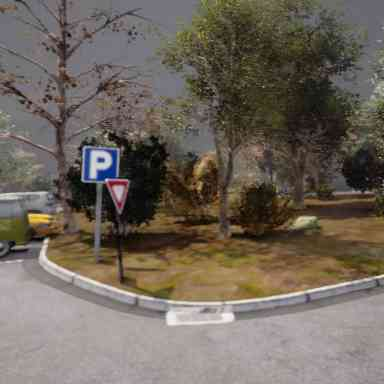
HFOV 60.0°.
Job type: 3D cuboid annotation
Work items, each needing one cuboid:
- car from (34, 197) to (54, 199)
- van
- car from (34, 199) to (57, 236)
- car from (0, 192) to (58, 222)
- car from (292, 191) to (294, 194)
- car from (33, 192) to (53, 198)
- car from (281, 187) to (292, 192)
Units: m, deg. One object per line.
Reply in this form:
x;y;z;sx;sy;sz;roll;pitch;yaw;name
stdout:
-9.384;1.344;15.907;5.366;1.575;1.946;-3;1;-21;car
-7.708;1.167;10.704;4.442;1.987;1.878;-3;1;-21;van
-8.425;1.356;13.424;5.366;1.575;1.946;-3;1;-21;car
-13.648;1.131;26.244;5.566;2.045;2.435;-3;1;-21;car
13.672;-0.036;49.736;5.357;1.411;2.033;-3;0;-2;car
-11.657;1.101;21.158;5.566;2.045;2.435;-3;1;-21;car
10.610;0.040;45.642;5.008;1.535;1.882;-3;0;-17;car
